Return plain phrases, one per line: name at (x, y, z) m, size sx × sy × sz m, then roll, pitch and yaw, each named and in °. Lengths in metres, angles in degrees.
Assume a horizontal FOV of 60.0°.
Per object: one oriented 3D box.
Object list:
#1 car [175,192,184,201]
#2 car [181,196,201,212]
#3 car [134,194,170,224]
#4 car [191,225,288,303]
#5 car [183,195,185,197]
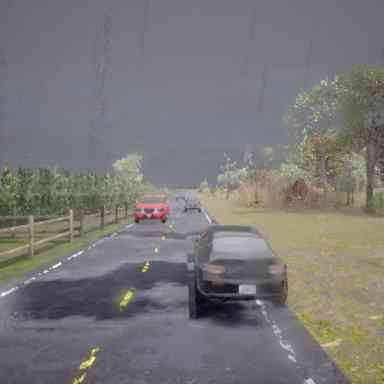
car at (-2.775, 1.129, 80.152) m, size 2.150 × 2.045 × 5.566 m, roll 0°, pitch 0°, yaw 0°
car at (0.086, 1.530, 38.017) m, size 2.033 × 1.411 × 5.357 m, roll 0°, pitch 0°, yaw 0°
car at (-2.850, 1.214, 24.865) m, size 2.150 × 2.045 × 5.566 m, roll 0°, pitch 0°, yaw 0°
car at (0.963, 1.526, 8.070) m, size 1.812 × 1.442 × 4.674 m, roll 0°, pitch 0°, yaw 0°
car at (0.018, 1.475, 48.640) m, size 1.837 × 1.490 × 4.892 m, roll 0°, pitch 0°, yaw 0°
